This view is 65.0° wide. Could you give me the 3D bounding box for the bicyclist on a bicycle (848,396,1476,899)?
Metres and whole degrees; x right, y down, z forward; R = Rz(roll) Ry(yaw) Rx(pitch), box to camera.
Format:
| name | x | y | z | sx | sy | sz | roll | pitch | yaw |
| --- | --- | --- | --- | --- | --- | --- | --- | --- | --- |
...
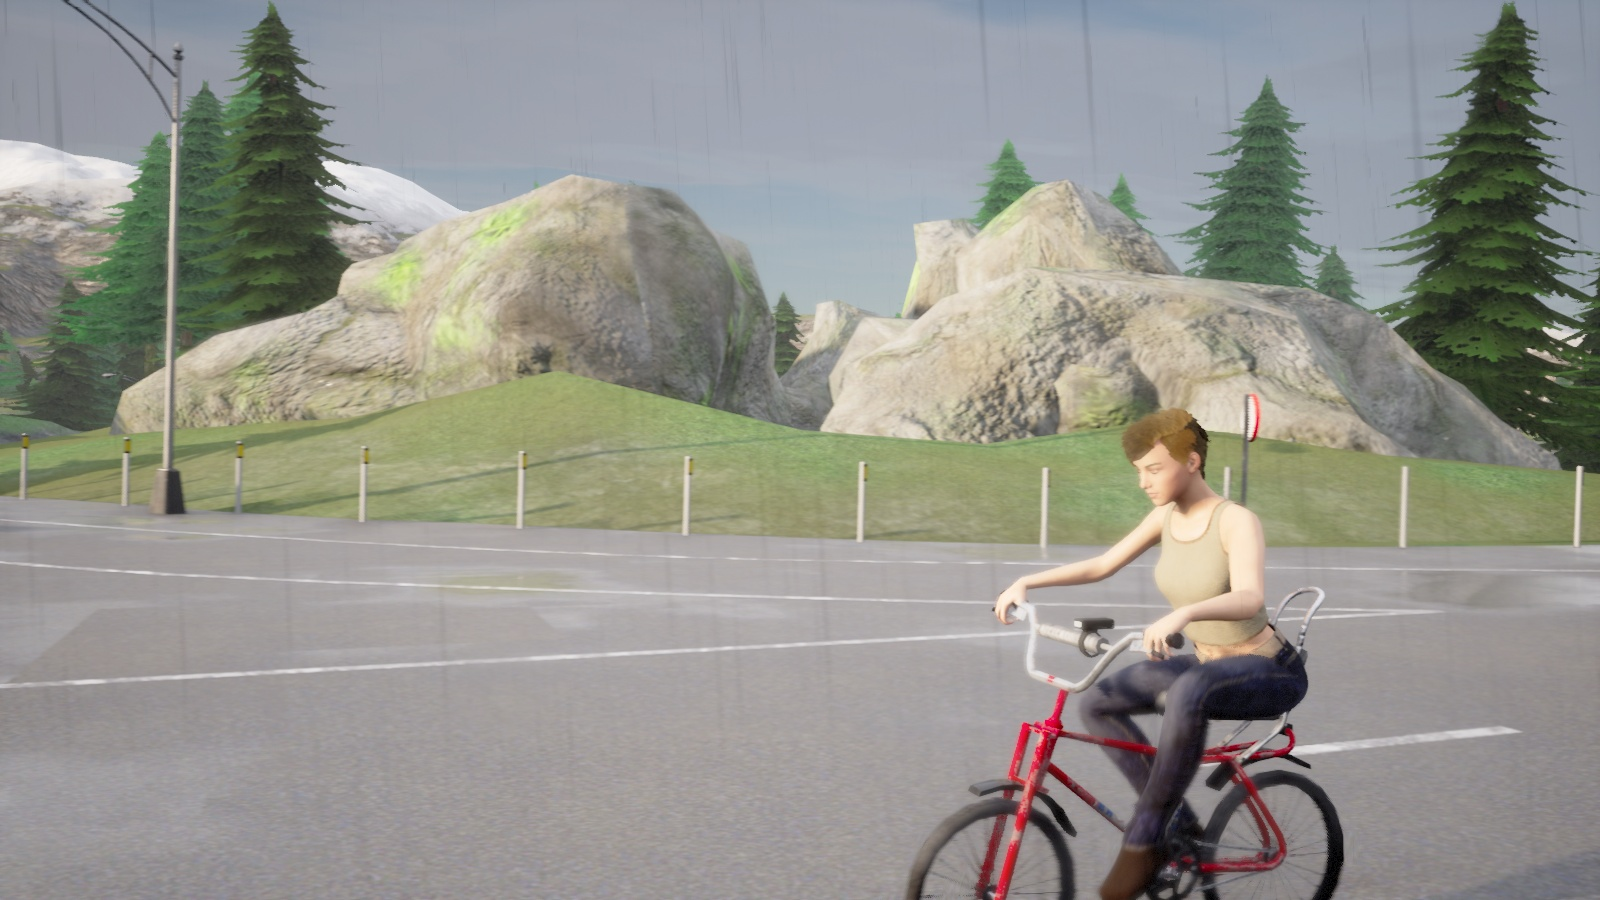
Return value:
| name | x | y | z | sx | sy | sz | roll | pitch | yaw |
| --- | --- | --- | --- | --- | --- | --- | --- | --- | --- |
| bicyclist on a bicycle | 1.010 | 0.665 | 3.614 | 1.509 | 1.612 | 0.866 | -1 | 1 | -20 |
